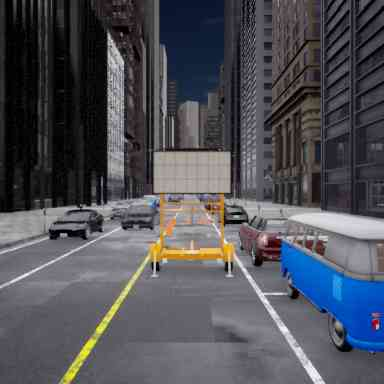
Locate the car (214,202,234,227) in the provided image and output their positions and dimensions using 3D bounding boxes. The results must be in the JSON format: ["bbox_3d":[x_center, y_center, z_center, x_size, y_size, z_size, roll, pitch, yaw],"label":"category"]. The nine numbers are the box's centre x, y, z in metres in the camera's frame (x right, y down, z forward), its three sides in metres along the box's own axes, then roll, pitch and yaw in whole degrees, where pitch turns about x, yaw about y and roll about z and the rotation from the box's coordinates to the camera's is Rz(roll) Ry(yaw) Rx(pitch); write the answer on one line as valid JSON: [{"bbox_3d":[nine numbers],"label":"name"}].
[{"bbox_3d":[2.772,1.571,22.714,1.947,1.339,4.313,0,0,0],"label":"car"}]

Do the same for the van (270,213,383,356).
[{"bbox_3d":[2.766,1.342,5.887,1.690,1.788,3.998,0,0,0],"label":"van"}]

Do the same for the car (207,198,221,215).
[{"bbox_3d":[2.776,1.593,33.933,1.802,1.307,4.206,0,0,0],"label":"car"}]

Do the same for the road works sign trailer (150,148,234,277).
[{"bbox_3d":[0.004,0.465,10.222,2.380,3.560,2.880,0,0,0],"label":"road works sign trailer"}]

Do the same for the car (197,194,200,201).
[{"bbox_3d":[2.791,1.358,73.197,2.192,1.841,5.009,0,0,0],"label":"car"}]

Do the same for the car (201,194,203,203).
[{"bbox_3d":[2.780,1.334,45.151,2.192,1.841,5.009,0,0,0],"label":"car"}]

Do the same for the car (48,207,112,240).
[{"bbox_3d":[-5.755,1.568,17.095,1.947,1.339,4.313,0,0,0],"label":"car"}]

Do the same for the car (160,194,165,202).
[{"bbox_3d":[-5.743,1.464,50.751,1.967,1.590,4.097,0,0,0],"label":"car"}]

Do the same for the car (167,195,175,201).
[{"bbox_3d":[-5.728,1.610,90.018,2.008,1.369,4.403,0,0,0],"label":"car"}]

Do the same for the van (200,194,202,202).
[{"bbox_3d":[2.786,1.374,61.978,1.690,1.788,3.998,0,0,0],"label":"van"}]

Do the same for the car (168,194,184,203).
[{"bbox_3d":[-3.046,1.579,60.426,2.033,1.411,5.357,0,0,0],"label":"car"}]

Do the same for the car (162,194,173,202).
[{"bbox_3d":[-5.732,1.363,78.799,2.192,1.841,5.009,0,0,0],"label":"car"}]

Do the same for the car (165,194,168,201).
[{"bbox_3d":[-5.741,1.343,56.361,2.192,1.841,5.009,0,0,0],"label":"car"}]

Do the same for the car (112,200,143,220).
[{"bbox_3d":[-5.751,1.558,28.314,2.008,1.369,4.403,0,0,0],"label":"car"}]

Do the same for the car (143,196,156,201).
[{"bbox_3d":[-5.747,1.540,39.362,1.752,1.417,4.829,0,0,0],"label":"car"}]

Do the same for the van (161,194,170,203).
[{"bbox_3d":[-5.734,1.384,73.190,1.690,1.788,3.998,0,0,0],"label":"van"}]

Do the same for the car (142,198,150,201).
[{"bbox_3d":[-5.749,1.593,33.923,1.802,1.307,4.206,0,0,0],"label":"car"}]

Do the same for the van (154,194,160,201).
[{"bbox_3d":[-5.745,1.360,45.142,1.690,1.788,3.998,0,0,0],"label":"van"}]

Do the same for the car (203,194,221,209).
[{"bbox_3d":[2.778,1.330,39.542,2.192,1.841,5.009,0,0,0],"label":"car"}]

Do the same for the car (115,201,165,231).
[{"bbox_3d":[-3.094,1.551,21.052,2.033,1.411,5.357,0,0,0],"label":"car"}]

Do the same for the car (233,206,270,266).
[{"bbox_3d":[2.768,1.441,11.496,1.967,1.590,4.097,0,0,0],"label":"car"}]
